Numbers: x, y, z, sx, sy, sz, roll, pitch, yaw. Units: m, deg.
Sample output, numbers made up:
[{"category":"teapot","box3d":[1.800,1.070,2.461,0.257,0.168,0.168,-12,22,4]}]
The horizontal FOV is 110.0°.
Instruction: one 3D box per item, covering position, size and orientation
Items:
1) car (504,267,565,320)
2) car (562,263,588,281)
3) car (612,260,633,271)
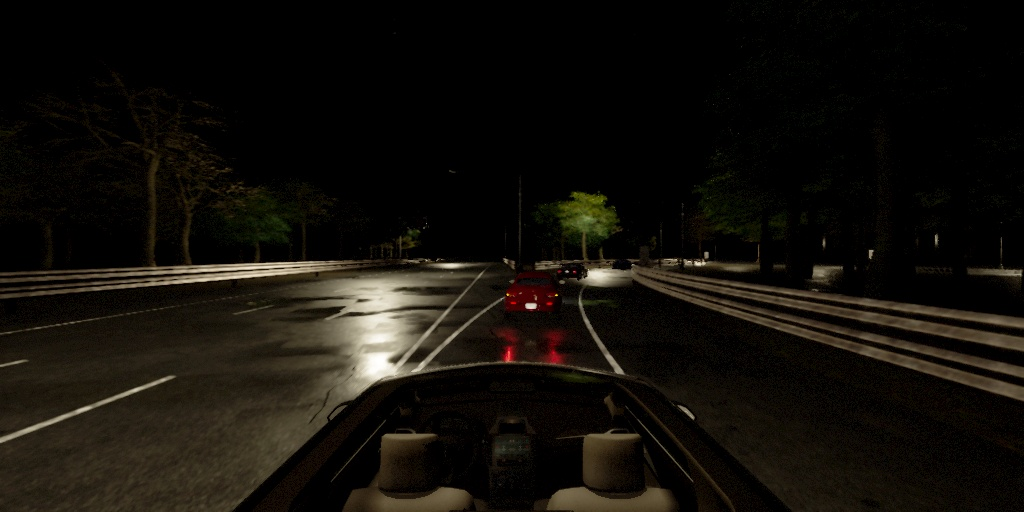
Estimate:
[{"category":"car","box3d":[0.859,1.276,12.606,1.812,1.442,4.674,0,0,8]},{"category":"car","box3d":[5.200,1.288,30.505,2.033,1.411,5.357,0,0,20]},{"category":"car","box3d":[15.733,1.236,50.429,1.882,1.535,5.008,0,0,35]}]
